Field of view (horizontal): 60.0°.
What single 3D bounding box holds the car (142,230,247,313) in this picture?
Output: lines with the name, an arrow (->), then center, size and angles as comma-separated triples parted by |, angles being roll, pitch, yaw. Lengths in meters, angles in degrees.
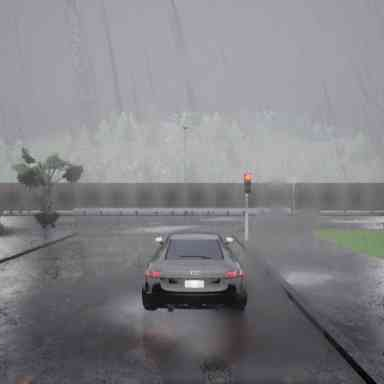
car -> 0.053, 1.564, 7.771 | 1.994, 1.385, 4.181 | 0, 0, 0
